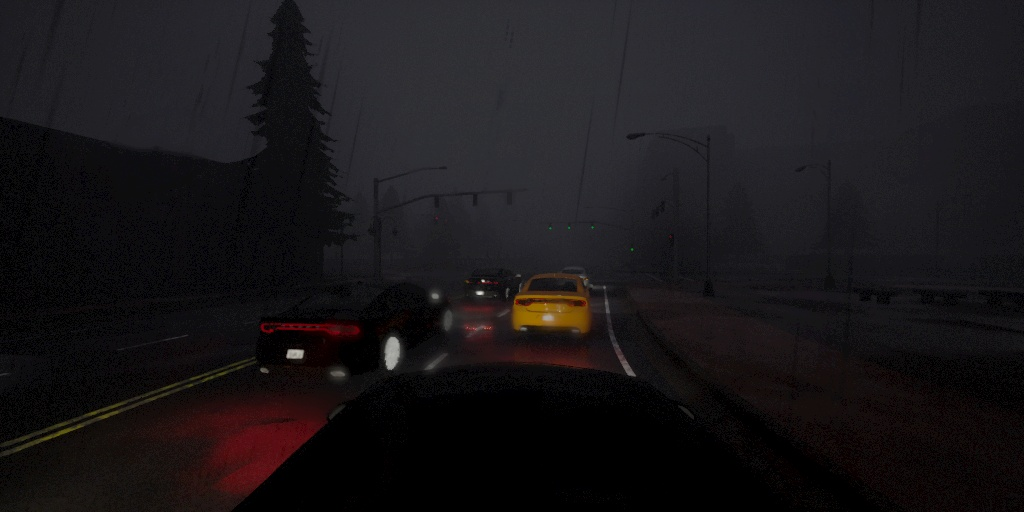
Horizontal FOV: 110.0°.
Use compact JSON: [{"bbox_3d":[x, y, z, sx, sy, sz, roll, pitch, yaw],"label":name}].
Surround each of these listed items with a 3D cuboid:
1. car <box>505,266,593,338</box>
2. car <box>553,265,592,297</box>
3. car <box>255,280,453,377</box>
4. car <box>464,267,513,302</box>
[{"bbox_3d":[1.303,1.228,10.388,1.882,1.535,5.008,0,0,11],"label":"car"},{"bbox_3d":[3.494,1.274,19.923,1.812,1.442,4.674,0,0,14],"label":"car"},{"bbox_3d":[-2.734,1.228,7.519,1.882,1.535,5.008,0,0,8],"label":"car"},{"bbox_3d":[-0.758,1.256,17.082,1.837,1.490,4.892,0,0,13],"label":"car"}]
